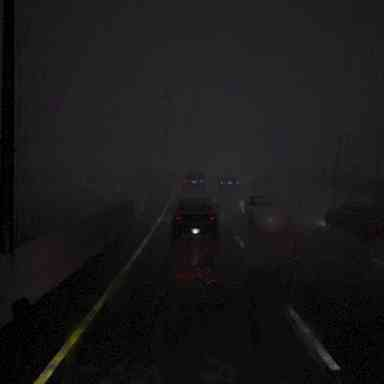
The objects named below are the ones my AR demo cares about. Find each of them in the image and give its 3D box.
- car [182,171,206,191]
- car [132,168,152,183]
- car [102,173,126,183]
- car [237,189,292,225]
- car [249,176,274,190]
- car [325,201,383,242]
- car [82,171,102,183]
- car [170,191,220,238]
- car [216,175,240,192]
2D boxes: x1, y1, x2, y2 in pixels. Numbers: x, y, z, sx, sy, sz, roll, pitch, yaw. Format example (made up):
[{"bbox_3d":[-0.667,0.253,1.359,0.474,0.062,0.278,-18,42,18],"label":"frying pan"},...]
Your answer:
[{"bbox_3d":[0.176,-1.075,33.477,2.150,2.045,5.566,0,6,0],"label":"car"},{"bbox_3d":[-6.974,-2.392,46.921,2.150,2.045,5.566,0,5,0],"label":"car"},{"bbox_3d":[-10.478,-1.923,46.014,1.895,1.301,4.718,0,6,0],"label":"car"},{"bbox_3d":[3.640,0.829,17.389,1.895,1.301,4.718,0,4,0],"label":"car"},{"bbox_3d":[7.178,-0.910,34.546,2.128,1.511,4.902,0,6,0],"label":"car"},{"bbox_3d":[7.130,1.056,13.654,1.994,1.385,4.181,0,4,0],"label":"car"},{"bbox_3d":[-13.972,-2.100,46.852,1.837,1.490,4.892,0,5,0],"label":"car"},{"bbox_3d":[0.131,0.965,14.196,1.837,1.490,4.892,0,4,0],"label":"car"},{"bbox_3d":[3.677,-1.016,34.205,2.097,1.767,4.553,0,6,0],"label":"car"}]
